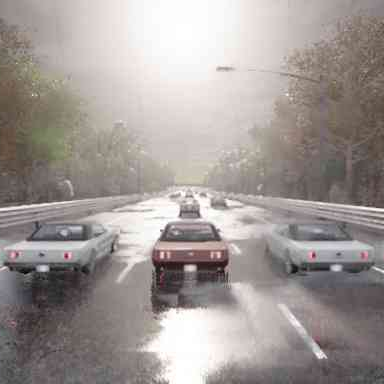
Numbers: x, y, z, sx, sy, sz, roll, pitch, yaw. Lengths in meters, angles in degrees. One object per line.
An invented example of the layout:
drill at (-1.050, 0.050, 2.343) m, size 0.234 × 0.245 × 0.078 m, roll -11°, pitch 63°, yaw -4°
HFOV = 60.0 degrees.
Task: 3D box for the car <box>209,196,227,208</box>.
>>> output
car at (3.205, 1.173, 41.233) m, size 2.033 × 1.411 × 5.357 m, roll 0°, pitch 1°, yaw 0°

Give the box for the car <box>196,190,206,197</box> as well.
car at (2.825, 0.639, 89.773) m, size 1.837 × 1.490 × 4.892 m, roll 0°, pitch 1°, yaw 0°

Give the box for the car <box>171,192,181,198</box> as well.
car at (-4.093, 0.769, 79.226) m, size 2.128 × 1.511 × 4.902 m, roll 0°, pitch 1°, yaw 0°

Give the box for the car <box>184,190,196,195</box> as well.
car at (-0.546, 0.832, 73.216) m, size 1.812 × 1.442 × 4.674 m, roll 0°, pitch 1°, yaw 0°

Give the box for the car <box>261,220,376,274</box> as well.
car at (3.448, 1.512, 10.172) m, size 1.895 × 1.301 × 4.718 m, roll 0°, pitch 1°, yaw 0°

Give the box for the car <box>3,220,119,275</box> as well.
car at (-3.552, 1.508, 10.118) m, size 1.895 × 1.301 × 4.718 m, roll 0°, pitch 1°, yaw 0°

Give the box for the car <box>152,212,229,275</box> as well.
car at (-0.053, 1.510, 10.145) m, size 1.895 × 1.301 × 4.718 m, roll 0°, pitch 1°, yaw 0°

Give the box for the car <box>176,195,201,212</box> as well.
car at (-0.201, 1.285, 29.208) m, size 2.033 × 1.411 × 5.357 m, roll 0°, pitch 1°, yaw 0°
